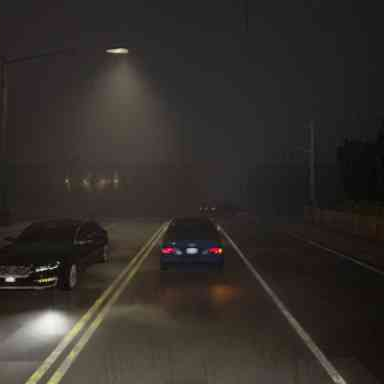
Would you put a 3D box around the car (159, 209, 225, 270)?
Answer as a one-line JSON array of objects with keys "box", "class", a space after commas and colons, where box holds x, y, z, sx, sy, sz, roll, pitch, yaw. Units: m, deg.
[{"box": [-0.001, 1.526, 10.918, 2.033, 1.411, 5.357, 0, 0, 0], "class": "car"}]

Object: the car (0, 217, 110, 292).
[{"box": [-3.584, 1.488, 9.014, 1.837, 1.490, 4.892, 0, 0, 0], "class": "car"}]

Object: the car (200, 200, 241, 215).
[{"box": [2.678, 1.487, 31.261, 2.033, 1.411, 5.357, 0, 0, 34], "class": "car"}]
